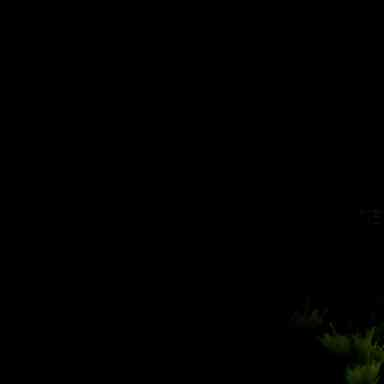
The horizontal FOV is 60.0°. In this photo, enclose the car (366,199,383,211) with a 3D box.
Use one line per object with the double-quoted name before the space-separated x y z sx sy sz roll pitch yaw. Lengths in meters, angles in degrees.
"car" 26.829 1.755 47.291 4.892 1.490 1.837 -2 1 -27
